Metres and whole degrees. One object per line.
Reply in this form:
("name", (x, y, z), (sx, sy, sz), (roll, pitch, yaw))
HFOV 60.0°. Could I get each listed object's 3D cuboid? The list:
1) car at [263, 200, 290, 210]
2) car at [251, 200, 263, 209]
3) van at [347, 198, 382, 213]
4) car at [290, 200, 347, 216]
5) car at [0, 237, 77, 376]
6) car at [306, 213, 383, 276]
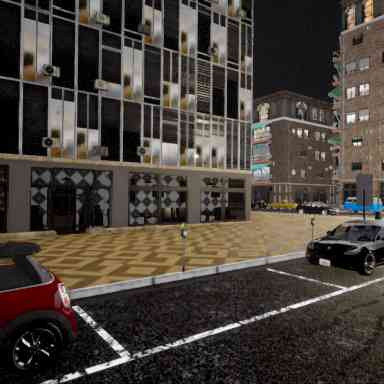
("car", (12.762, 1.787, 46.716), (1.752, 1.417, 4.829), (0, -1, -35))
("car", (9.697, 1.864, 51.137), (1.947, 1.339, 4.313), (0, -1, -35))
("van", (19.184, 1.525, 37.457), (1.690, 1.788, 3.998), (0, -1, -35))
("car", (12.293, 1.620, 32.684), (2.008, 1.369, 4.403), (0, -1, -35))
("car", (-3.647, 1.440, 3.947), (4.097, 1.590, 1.967), (0, 1, -35))
("car", (5.434, 1.567, 10.415), (4.313, 1.339, 1.947), (0, 1, -35))
